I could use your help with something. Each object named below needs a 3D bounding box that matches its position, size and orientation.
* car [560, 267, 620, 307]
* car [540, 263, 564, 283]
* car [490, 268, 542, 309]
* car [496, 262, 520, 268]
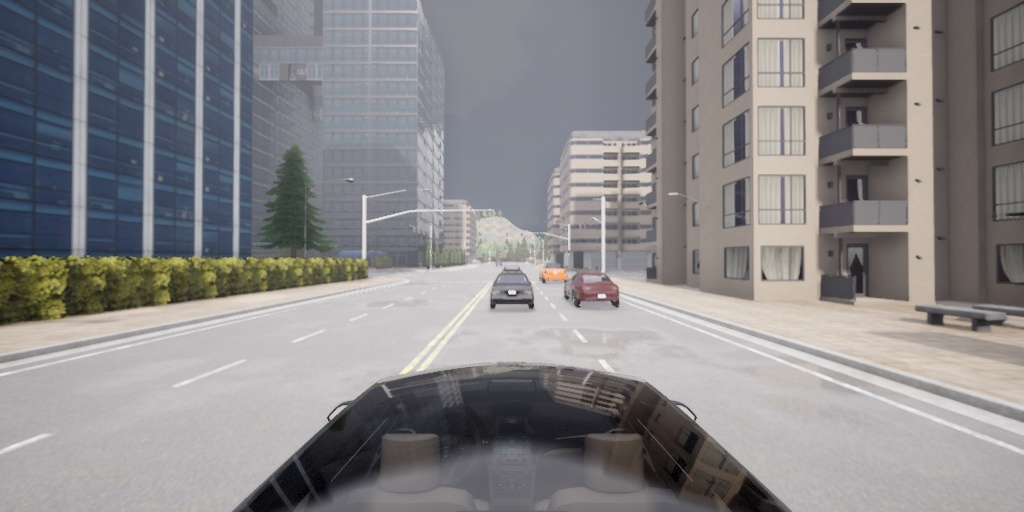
[{"bbox_3d":[3.507,1.411,16.237,1.812,1.442,4.674,0,0,0],"label":"car"},{"bbox_3d":[3.527,1.373,30.919,2.097,1.767,4.553,0,-1,1],"label":"car"},{"bbox_3d":[0.003,1.429,15.840,2.033,1.411,5.357,0,-1,0],"label":"car"},{"bbox_3d":[0.007,1.517,31.141,2.128,1.511,4.902,0,0,0],"label":"car"}]
